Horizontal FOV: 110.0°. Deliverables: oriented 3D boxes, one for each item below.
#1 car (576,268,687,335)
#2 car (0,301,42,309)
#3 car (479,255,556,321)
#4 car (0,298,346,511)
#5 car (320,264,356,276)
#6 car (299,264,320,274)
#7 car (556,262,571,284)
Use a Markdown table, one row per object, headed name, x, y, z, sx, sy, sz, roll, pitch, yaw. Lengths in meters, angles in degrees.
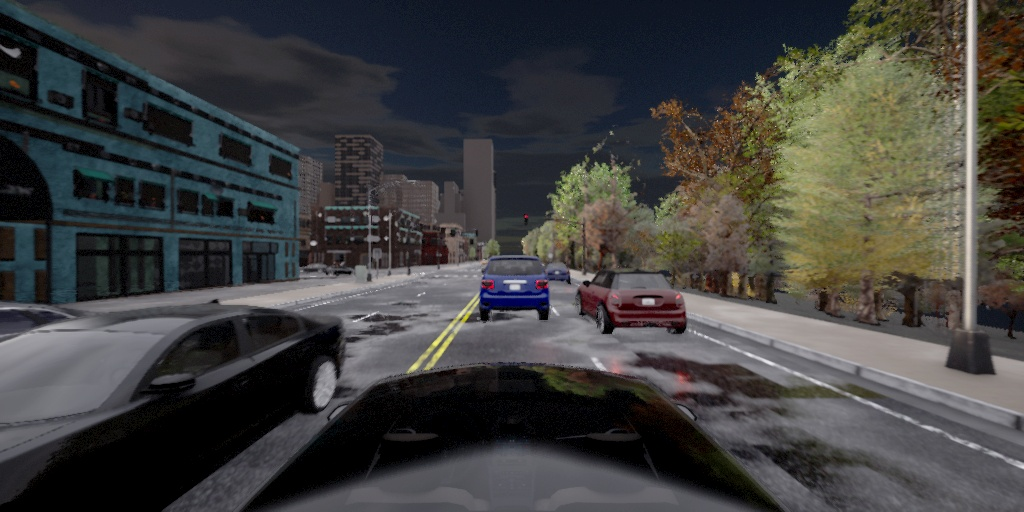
| name | x | y | z | sx | sy | sz | roll | pitch | yaw |
| --- | --- | --- | --- | --- | --- | --- | --- | --- | --- |
| car | 3.316 | 1.143 | 10.851 | 2.097 | 1.767 | 4.553 | 0 | 0 | 0 |
| car | -6.606 | 1.252 | 3.472 | 2.128 | 1.511 | 4.902 | 0 | 0 | 0 |
| car | 0.062 | 1.018 | 12.828 | 2.150 | 2.045 | 5.566 | 0 | -1 | 0 |
| car | -3.355 | 1.236 | 3.215 | 1.882 | 1.535 | 5.008 | 0 | 0 | 0 |
| car | -20.080 | 1.763 | 43.128 | 4.313 | 1.339 | 1.948 | 0 | 0 | 0 |
| car | -28.442 | 1.801 | 51.613 | 4.403 | 1.370 | 2.007 | 0 | 0 | 0 |
| car | 3.267 | 1.222 | 28.132 | 2.097 | 1.767 | 4.553 | 0 | 0 | 0 |
